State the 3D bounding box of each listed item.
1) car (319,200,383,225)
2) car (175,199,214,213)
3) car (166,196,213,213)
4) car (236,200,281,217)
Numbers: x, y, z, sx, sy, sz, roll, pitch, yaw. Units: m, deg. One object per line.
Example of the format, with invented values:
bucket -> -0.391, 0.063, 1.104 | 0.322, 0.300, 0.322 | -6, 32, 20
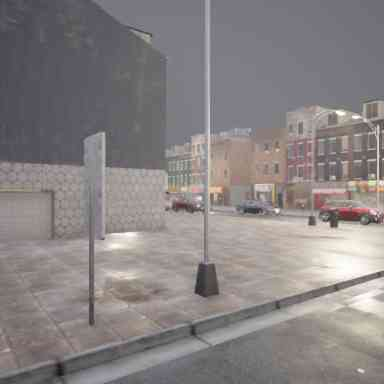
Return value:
car -> 11.833, 1.397, 24.552 | 2.097, 1.767, 4.553 | 0, 0, -36
car -> 0.242, 1.663, 40.788 | 2.033, 1.411, 5.357 | 0, 0, -35
car -> -0.363, 1.412, 37.244 | 2.192, 1.841, 5.009 | 0, 0, -35
car -> 6.344, 1.570, 32.202 | 2.128, 1.511, 4.902 | 0, 0, -35
